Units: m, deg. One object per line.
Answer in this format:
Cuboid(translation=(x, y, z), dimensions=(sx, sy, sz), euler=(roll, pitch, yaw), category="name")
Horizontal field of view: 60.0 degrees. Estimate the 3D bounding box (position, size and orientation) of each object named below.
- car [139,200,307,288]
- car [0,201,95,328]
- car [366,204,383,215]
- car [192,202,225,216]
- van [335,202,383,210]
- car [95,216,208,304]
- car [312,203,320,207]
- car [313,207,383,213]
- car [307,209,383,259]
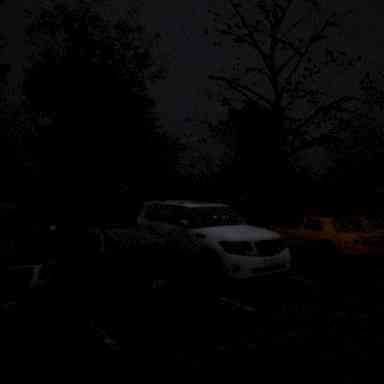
Cuboid(translation=(0.231, 1.290, 9.984), dimensions=(2.435, 2.045, 5.566), euler=(1, 0, -36), category="car")
Cuboid(translation=(-4.196, 1.234, 6.784), dimensions=(2.435, 2.045, 5.566), euler=(1, 0, -36), category="car")
Cuboid(translation=(29.154, 2.686, 50.104), dimensions=(1.882, 1.535, 5.008), euler=(0, 1, -35), category="car")
Cuboid(translation=(2.095, 2.170, 43.045), dimensions=(1.812, 1.442, 4.674), euler=(0, 1, -35), category="car")
Cuboid(translation=(9.366, 1.525, 16.416), dimensions=(1.878, 1.987, 4.442), euler=(2, -1, -36), category="van")
Cuboid(translation=(-2.047, 1.512, 8.364), dimensions=(2.231, 1.521, 4.892), euler=(1, 0, -36), category="car")
Cuboid(translation=(21.069, 2.617, 61.480), dimensions=(1.895, 1.301, 4.718), euler=(0, 1, -33), category="car")
Cuboid(translation=(6.915, 1.685, 15.032), dimensions=(1.946, 1.575, 5.366), euler=(2, -1, -36), category="car")
Cuboid(translation=(4.751, 1.632, 13.484), dimensions=(1.946, 1.575, 5.366), euler=(1, -1, -36), category="car")
